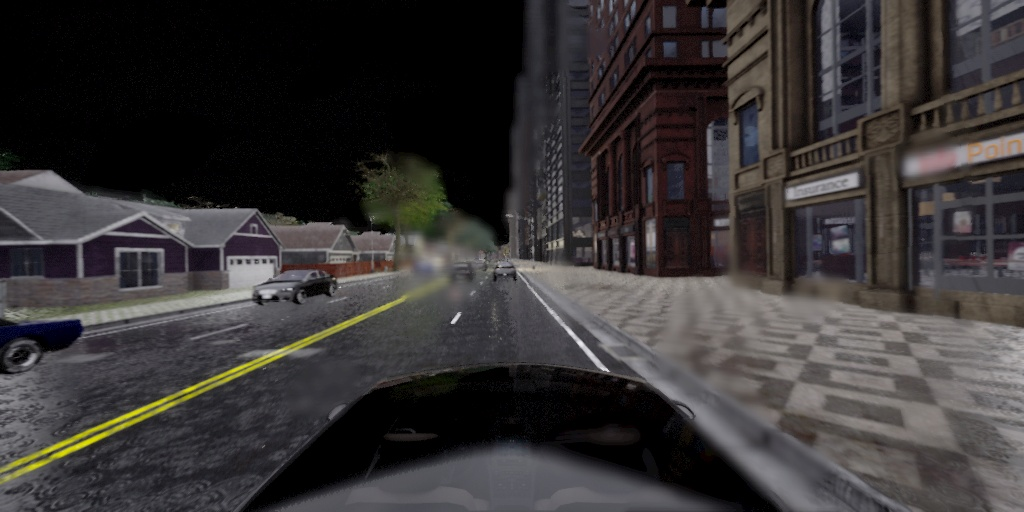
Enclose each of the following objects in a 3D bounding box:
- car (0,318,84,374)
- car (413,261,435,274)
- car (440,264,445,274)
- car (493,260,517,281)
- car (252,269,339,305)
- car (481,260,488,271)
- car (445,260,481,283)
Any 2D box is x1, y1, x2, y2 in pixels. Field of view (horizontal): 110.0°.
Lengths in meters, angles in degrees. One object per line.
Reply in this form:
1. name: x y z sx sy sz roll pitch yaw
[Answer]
1. car: -9.876 1.525 5.224 1.895 1.301 4.718 -1 0 -1
2. car: -10.761 1.410 44.024 1.882 1.535 5.008 -1 0 -1
3. car: -7.511 1.440 44.106 1.994 1.385 4.181 -1 0 -1
4. car: -0.586 1.221 30.216 2.128 1.511 4.902 -1 0 -1
5. car: -10.171 1.406 17.244 2.128 1.511 4.902 -1 0 -1
6. car: -4.273 1.268 48.026 2.128 1.511 4.902 -1 0 -1
7. car: -3.795 1.296 28.433 1.837 1.490 4.892 -1 1 -1
